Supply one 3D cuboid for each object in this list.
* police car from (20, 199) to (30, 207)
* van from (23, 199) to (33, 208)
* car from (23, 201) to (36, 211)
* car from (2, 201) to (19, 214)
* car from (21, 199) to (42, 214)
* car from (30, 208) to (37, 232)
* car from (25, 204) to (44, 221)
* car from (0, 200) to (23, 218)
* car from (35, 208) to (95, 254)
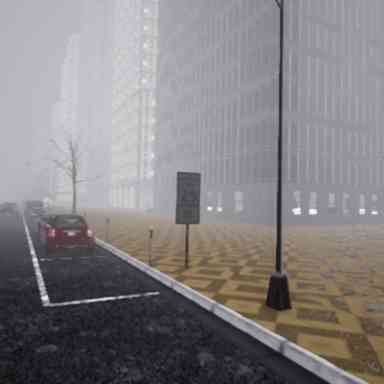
[{"bbox_3d":[-37.891,2.431,75.351,1.930,1.638,5.238,2,-2,-28],"label":"police car"},{"bbox_3d":[-32.142,2.226,65.107,1.690,1.788,3.998,3,-2,-28],"label":"van"},{"bbox_3d":[-26.944,2.284,55.175,1.752,1.417,4.829,3,-2,-28],"label":"car"},{"bbox_3d":[-24.405,2.058,44.749,1.837,1.490,4.892,2,-1,-28],"label":"car"},{"bbox_3d":[-18.935,1.881,39.916,2.192,1.841,5.009,3,-2,-28],"label":"car"},{"bbox_3d":[-8.321,1.880,19.787,1.947,1.339,4.313,3,-2,-28],"label":"car"},{"bbox_3d":[-13.661,2.021,29.831,1.802,1.307,4.206,3,-2,-28],"label":"car"},{"bbox_3d":[-19.320,1.921,35.042,2.128,1.511,4.902,2,-2,-28],"label":"car"},{"bbox_3d":[-5.626,1.693,14.779,1.967,1.590,4.097,3,-2,-28],"label":"car"}]
